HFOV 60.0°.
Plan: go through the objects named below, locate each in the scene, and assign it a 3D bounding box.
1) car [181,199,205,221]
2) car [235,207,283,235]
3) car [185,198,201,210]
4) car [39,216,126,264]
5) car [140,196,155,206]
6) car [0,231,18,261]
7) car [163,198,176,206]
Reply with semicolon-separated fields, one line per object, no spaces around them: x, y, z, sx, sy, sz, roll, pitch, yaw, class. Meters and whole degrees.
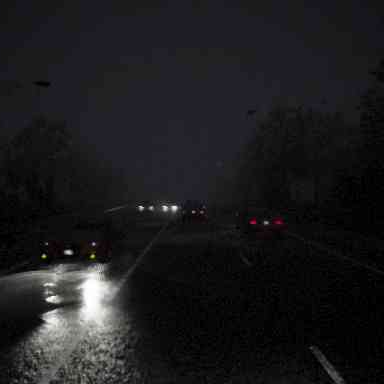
0.101;1.526;27.245;2.033;1.411;5.357;0;0;0;car
3.597;1.533;18.615;2.033;1.411;5.357;0;0;0;car
0.101;1.531;42.984;1.994;1.385;4.181;0;0;0;car
-3.600;1.555;11.646;1.994;1.385;4.181;0;0;0;car
-7.062;1.437;53.054;1.882;1.535;5.008;0;0;0;car
-7.100;1.594;9.534;1.895;1.301;4.718;0;0;0;car
-3.559;1.559;54.049;1.895;1.301;4.718;0;0;0;car
